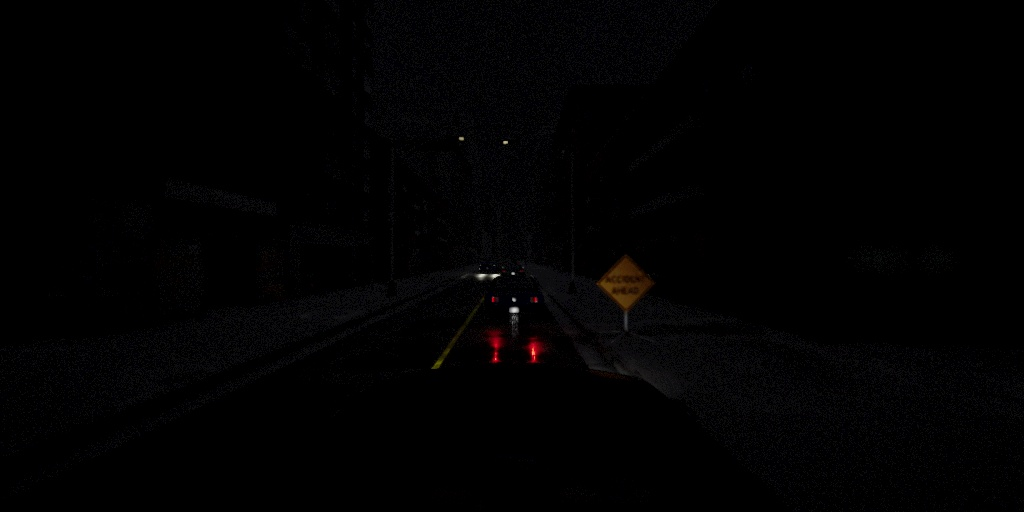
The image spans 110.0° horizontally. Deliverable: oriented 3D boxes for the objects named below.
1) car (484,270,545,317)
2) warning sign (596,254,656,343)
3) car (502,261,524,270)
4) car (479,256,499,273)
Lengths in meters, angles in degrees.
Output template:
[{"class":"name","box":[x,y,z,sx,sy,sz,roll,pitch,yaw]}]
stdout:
[{"class":"car","box":[0.083,1.369,13.218,1.895,1.301,4.718,0,0,0]},{"class":"warning sign","box":[2.519,0.875,7.929,1.300,1.860,1.060,0,0,0]},{"class":"car","box":[0.092,1.362,30.462,1.994,1.385,4.181,0,0,0]},{"class":"car","box":[-2.837,1.050,44.162,2.150,2.045,5.566,0,0,0]}]
